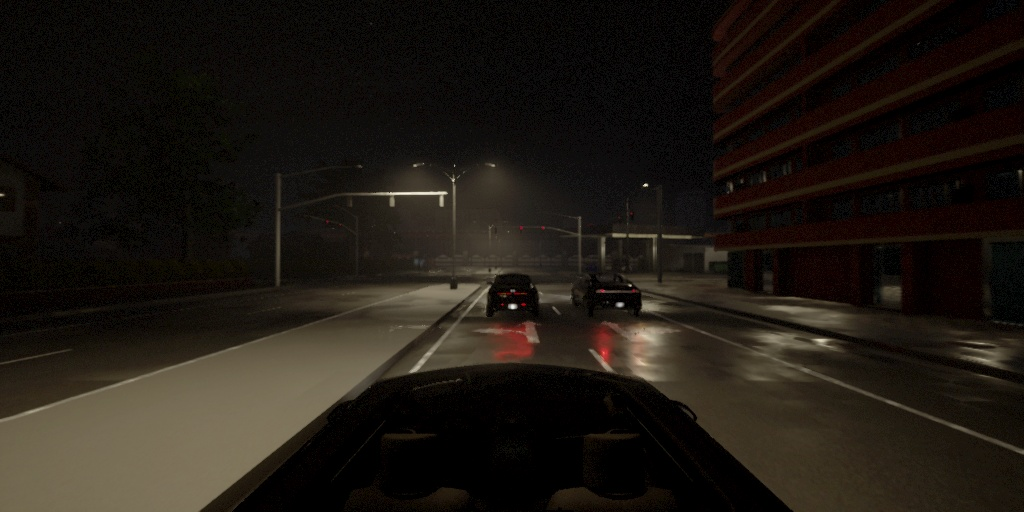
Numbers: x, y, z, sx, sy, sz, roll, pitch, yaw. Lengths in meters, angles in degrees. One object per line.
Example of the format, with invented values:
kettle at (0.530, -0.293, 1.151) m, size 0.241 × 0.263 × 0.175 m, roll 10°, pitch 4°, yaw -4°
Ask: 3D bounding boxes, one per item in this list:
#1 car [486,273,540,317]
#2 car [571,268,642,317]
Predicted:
car at (0.044, 1.422, 14.134) m, size 1.837 × 1.490 × 4.892 m, roll 0°, pitch 0°, yaw 0°
car at (3.544, 1.408, 14.120) m, size 2.128 × 1.511 × 4.902 m, roll 0°, pitch -1°, yaw 1°
